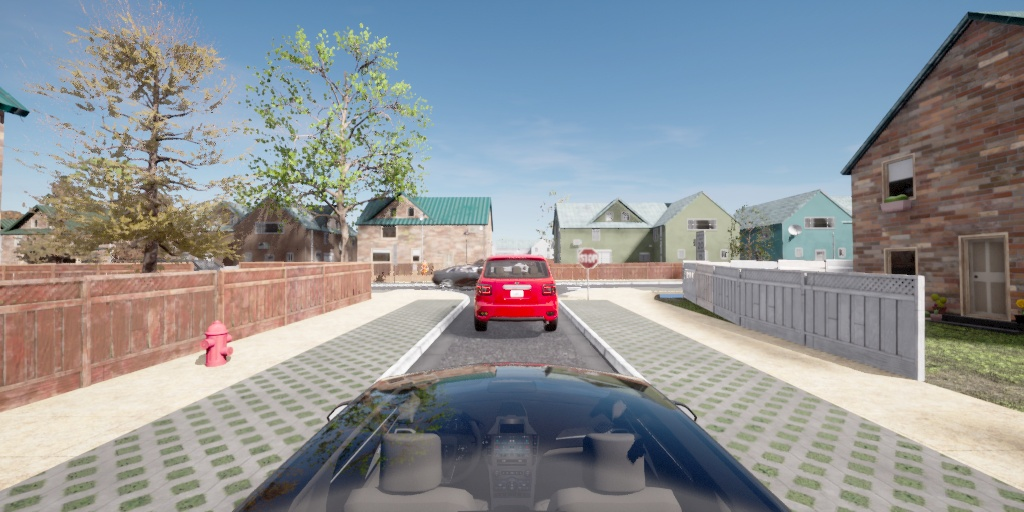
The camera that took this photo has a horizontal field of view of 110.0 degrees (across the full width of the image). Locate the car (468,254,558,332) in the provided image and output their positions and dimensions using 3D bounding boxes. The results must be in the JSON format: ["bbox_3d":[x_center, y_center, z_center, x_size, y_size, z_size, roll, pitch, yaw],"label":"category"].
[{"bbox_3d":[0.077,0.976,11.086,2.150,2.045,5.566,0,0,-1],"label":"car"}]

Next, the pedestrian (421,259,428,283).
[{"bbox_3d":[-6.704,1.119,27.456,0.375,1.860,0.375,0,-1,1],"label":"pedestrian"}]

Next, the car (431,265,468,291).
[{"bbox_3d":[-2.348,1.290,21.526,4.902,1.511,2.128,0,-1,1],"label":"car"}]

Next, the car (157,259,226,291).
[{"bbox_3d":[-19.176,1.184,21.760,5.566,2.045,2.150,-1,-1,1],"label":"car"}]
